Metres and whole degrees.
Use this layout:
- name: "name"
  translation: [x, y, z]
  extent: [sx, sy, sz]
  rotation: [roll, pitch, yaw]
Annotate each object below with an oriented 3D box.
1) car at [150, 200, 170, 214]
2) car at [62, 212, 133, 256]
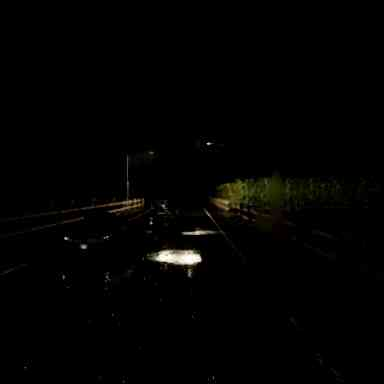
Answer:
- name: "car"
  translation: [-3.516, 1.669, 37.320]
  extent: [1.837, 1.490, 4.892]
  rotation: [0, 0, 0]
- name: "car"
  translation: [-3.590, 1.562, 13.401]
  extent: [1.812, 1.442, 4.674]
  rotation: [0, 0, 0]
